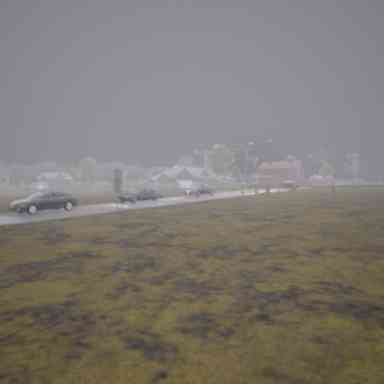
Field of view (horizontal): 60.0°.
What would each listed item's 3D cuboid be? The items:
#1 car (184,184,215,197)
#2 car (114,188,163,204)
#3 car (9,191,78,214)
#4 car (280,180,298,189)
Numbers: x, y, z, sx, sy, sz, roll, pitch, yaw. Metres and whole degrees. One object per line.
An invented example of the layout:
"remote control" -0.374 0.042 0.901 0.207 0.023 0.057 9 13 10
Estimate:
"car" 0.966 -0.261 41.190 2.128 1.511 4.902 1 3 36
"car" -5.132 0.298 32.823 2.033 1.411 5.357 1 3 36
"car" -10.952 0.743 24.838 1.837 1.490 4.892 1 3 36
"car" 17.149 -1.326 58.431 1.882 1.535 5.008 1 3 36
